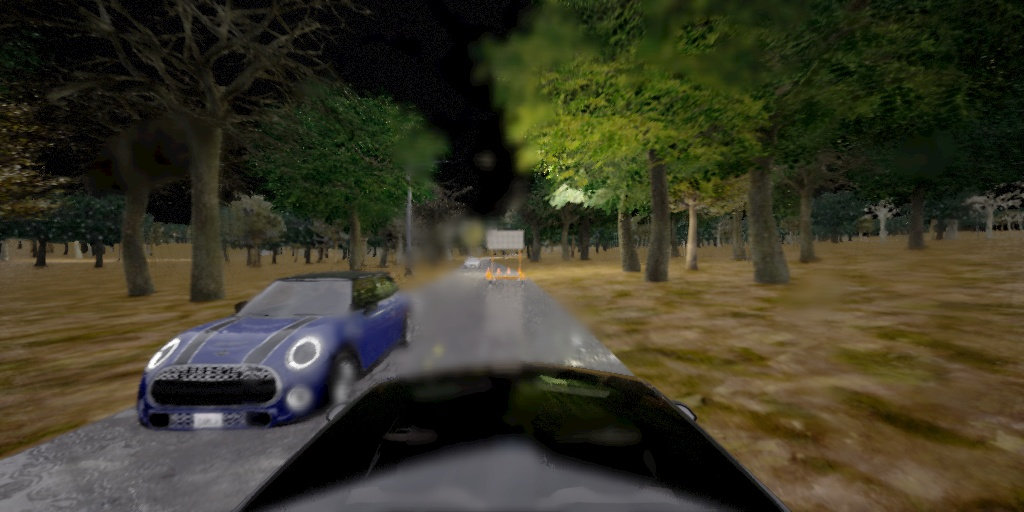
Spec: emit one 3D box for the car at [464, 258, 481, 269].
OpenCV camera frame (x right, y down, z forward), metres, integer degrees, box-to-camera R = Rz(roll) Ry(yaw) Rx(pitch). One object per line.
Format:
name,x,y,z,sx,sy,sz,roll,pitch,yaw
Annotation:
car,-5.043,0.949,46.523,1.812,1.442,4.674,0,0,-5

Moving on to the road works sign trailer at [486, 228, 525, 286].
road works sign trailer,-0.387,0.028,22.955,2.380,3.560,2.880,0,0,-3

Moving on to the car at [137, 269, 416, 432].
car,-3.134,1.071,5.915,2.097,1.767,4.553,0,1,0
